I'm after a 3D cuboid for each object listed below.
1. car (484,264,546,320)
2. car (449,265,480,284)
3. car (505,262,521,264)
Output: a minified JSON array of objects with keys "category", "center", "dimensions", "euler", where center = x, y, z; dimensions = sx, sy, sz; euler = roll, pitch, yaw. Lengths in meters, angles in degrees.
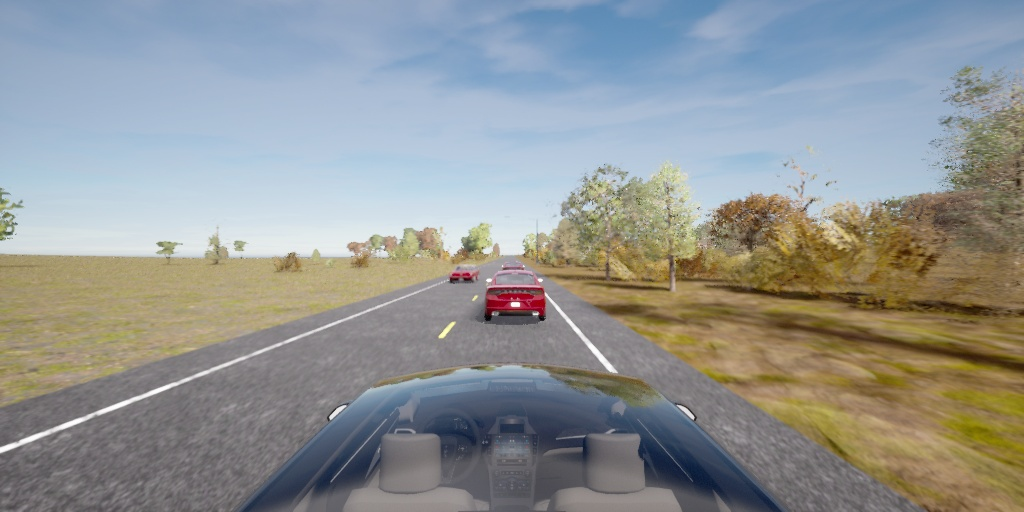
[{"category":"car","center":[0.100,1.228,12.678],"dimensions":[1.882,1.535,5.008],"euler":[0,0,0]},{"category":"car","center":[-3.549,1.346,27.318],"dimensions":[1.895,1.301,4.718],"euler":[0,0,1]},{"category":"car","center":[0.098,1.221,31.052],"dimensions":[1.882,1.535,5.008],"euler":[0,0,0]}]
